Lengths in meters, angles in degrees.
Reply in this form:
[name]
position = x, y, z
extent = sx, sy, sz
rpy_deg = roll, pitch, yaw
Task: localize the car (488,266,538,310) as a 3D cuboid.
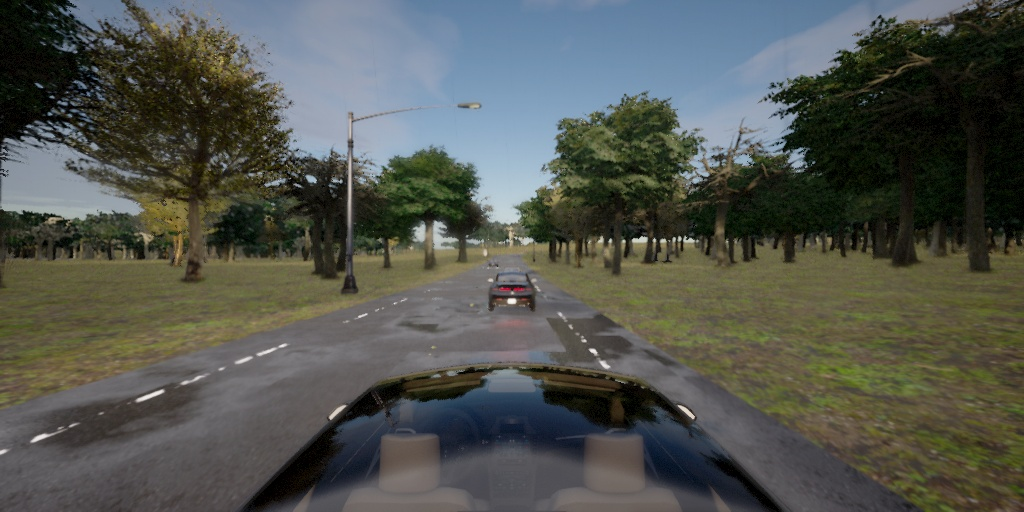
[car]
position = 0.025, 1.383, 15.341
extent = 1.837, 1.490, 4.892
rpy_deg = 0, 0, 1
